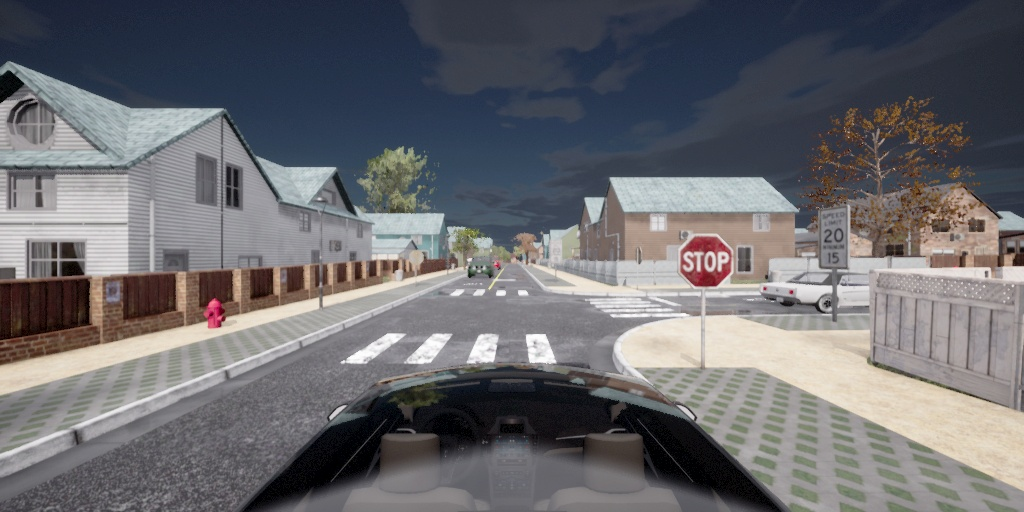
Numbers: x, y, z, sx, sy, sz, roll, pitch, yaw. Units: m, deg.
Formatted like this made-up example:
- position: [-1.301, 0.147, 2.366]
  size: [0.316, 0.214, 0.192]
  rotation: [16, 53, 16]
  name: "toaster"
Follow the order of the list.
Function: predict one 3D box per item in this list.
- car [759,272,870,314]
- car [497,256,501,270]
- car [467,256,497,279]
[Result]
- position: [11.416, 1.192, 12.313]
  size: [4.718, 1.301, 1.895]
  rotation: [-1, 0, 0]
  name: "car"
- position: [-2.821, 1.055, 53.742]
  size: [2.150, 2.045, 5.566]
  rotation: [0, -1, 0]
  name: "car"
- position: [-2.844, 0.981, 33.666]
  size: [2.150, 2.045, 5.566]
  rotation: [0, 0, 0]
  name: "car"
